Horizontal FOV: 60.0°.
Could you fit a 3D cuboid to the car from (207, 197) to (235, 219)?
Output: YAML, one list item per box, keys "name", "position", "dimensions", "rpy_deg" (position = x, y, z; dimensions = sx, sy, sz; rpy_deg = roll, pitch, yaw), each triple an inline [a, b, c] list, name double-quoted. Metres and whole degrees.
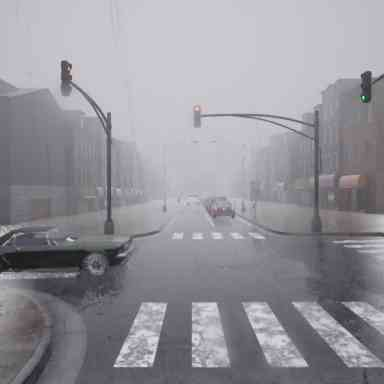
- name: "car"
  position: [2.688, 1.470, 29.651]
  dimensions: [1.967, 1.590, 4.097]
  rpy_deg: [-1, 0, 0]

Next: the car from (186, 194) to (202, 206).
- name: "car"
  position: [0.221, 1.334, 59.447]
  dimensions: [2.150, 2.045, 5.566]
  rpy_deg: [0, 0, -1]

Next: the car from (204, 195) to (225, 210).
- name: "car"
  position: [2.698, 1.356, 35.053]
  dimensions: [2.192, 1.841, 5.009]
  rpy_deg: [-1, 0, 0]

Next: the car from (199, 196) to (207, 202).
- name: "car"
  position: [2.797, 1.792, 83.673]
  dimensions: [1.802, 1.307, 4.206]
  rpy_deg: [-1, 0, 0]

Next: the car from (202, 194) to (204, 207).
- name: "car"
  position: [2.709, 1.369, 40.456]
  dimensions: [2.192, 1.841, 5.009]
  rpy_deg: [-1, 0, 0]

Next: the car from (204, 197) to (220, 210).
- name: "car"
  position: [2.721, 1.509, 45.857]
  dimensions: [1.967, 1.590, 4.097]
  rpy_deg: [-1, 0, 0]

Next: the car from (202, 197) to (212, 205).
- name: "car"
  position: [2.754, 1.647, 62.234]
  dimensions: [1.752, 1.417, 4.829]
  rpy_deg: [-1, 0, 0]

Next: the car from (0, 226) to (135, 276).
- name: "car"
  position: [-4.131, 1.680, 9.851]
  dimensions: [4.718, 1.301, 1.895]
  rpy_deg: [-2, 0, 0]

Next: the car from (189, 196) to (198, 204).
- name: "car"
  position: [0.239, 1.654, 69.618]
  dimensions: [1.837, 1.490, 4.892]
  rpy_deg: [0, 0, 0]

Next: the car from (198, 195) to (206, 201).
- name: "car"
  position: [2.817, 1.702, 94.479]
  dimensions: [1.967, 1.590, 4.097]
  rpy_deg: [-1, 0, 0]

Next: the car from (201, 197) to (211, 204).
- name: "car"
  position: [2.765, 1.668, 67.636]
  dimensions: [1.752, 1.417, 4.829]
  rpy_deg: [-1, 0, 0]

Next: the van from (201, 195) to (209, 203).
- name: "van"
  position: [2.773, 1.504, 72.870]
  dimensions: [1.690, 1.788, 3.998]
  rpy_deg: [-1, 0, 0]

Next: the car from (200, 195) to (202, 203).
- name: "car"
  position: [2.731, 1.525, 51.260]
  dimensions: [1.967, 1.590, 4.097]
  rpy_deg: [-1, 0, 0]
